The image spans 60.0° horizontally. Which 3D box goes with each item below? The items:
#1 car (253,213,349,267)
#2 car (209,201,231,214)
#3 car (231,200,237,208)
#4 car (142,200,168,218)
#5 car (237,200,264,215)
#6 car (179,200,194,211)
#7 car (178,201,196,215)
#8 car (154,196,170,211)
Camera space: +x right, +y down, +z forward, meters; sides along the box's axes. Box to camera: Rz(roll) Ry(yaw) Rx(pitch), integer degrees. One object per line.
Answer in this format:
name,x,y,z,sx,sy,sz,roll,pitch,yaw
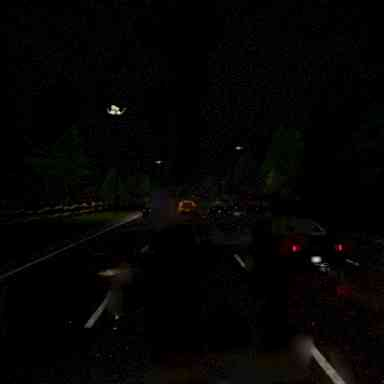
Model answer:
car,3.468,1.638,11.644,1.895,1.301,4.718,-1,0,-1
car,2.956,1.841,38.255,1.895,1.301,4.718,-1,0,-1
car,6.179,1.871,48.717,1.895,1.301,4.718,-1,0,-1
car,-3.974,1.856,34.245,2.033,1.411,5.357,-1,0,-1
car,6.495,1.652,36.204,1.882,1.535,5.008,-1,-1,-1
car,-0.813,1.934,48.722,1.994,1.385,4.181,-1,0,-1
car,-0.526,1.760,37.372,1.882,1.535,5.008,-1,0,-1
car,-4.297,1.633,47.347,2.150,2.045,5.566,-1,0,-1
